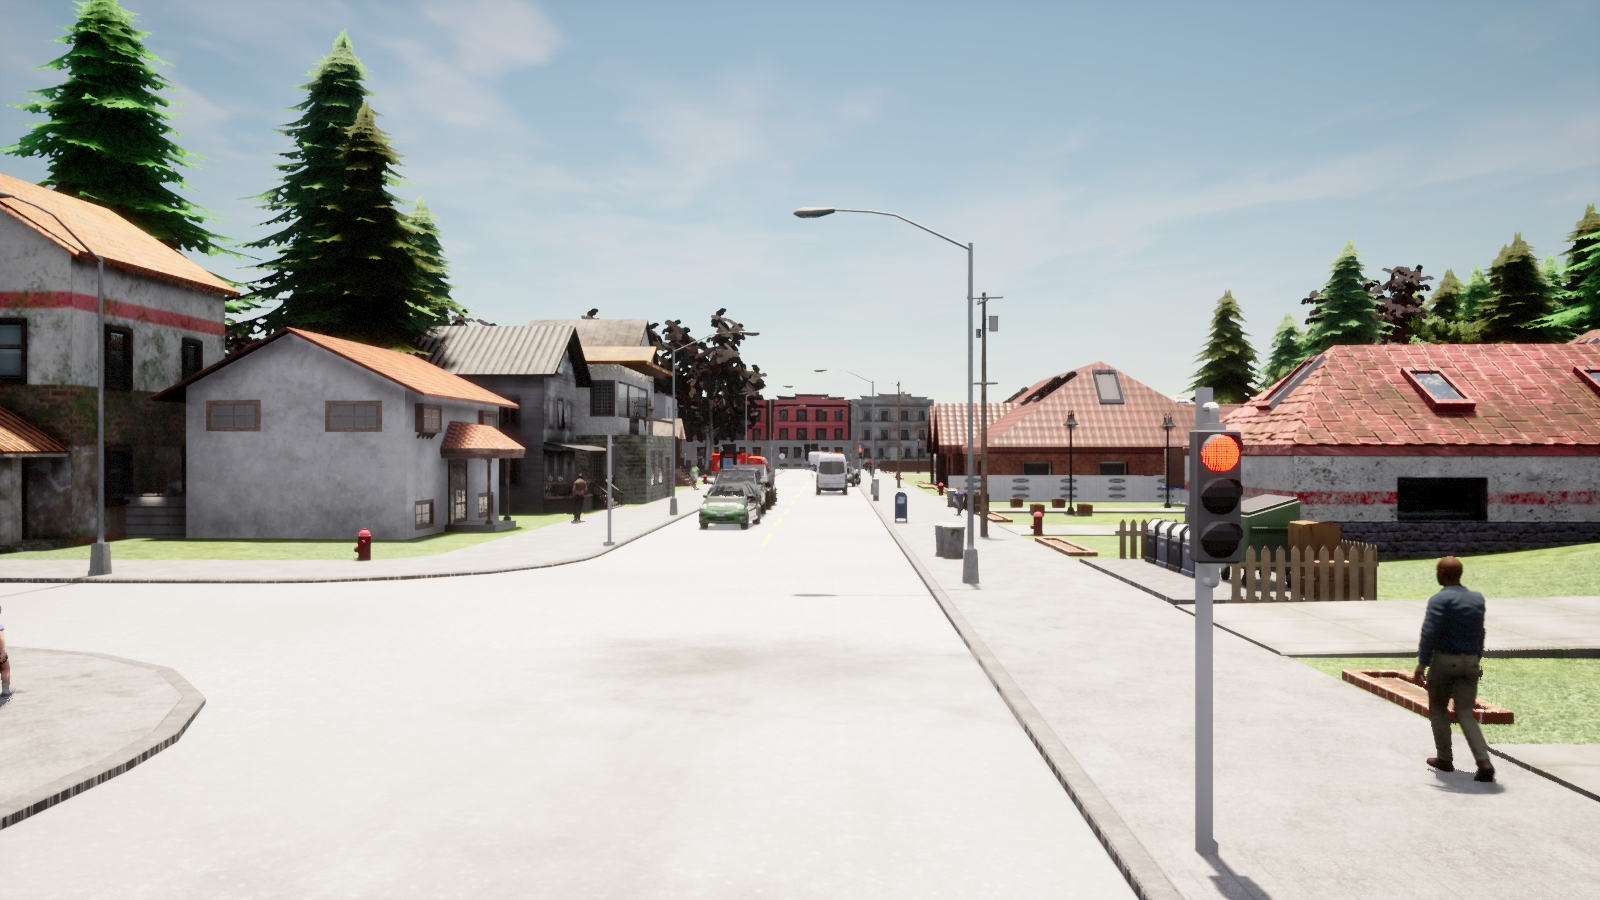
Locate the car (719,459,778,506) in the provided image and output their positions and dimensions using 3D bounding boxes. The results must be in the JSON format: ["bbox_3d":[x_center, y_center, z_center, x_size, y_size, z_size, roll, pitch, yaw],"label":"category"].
[{"bbox_3d":[-2.451,1.534,55.813,2.390,2.098,6.274,0,0,2],"label":"car"}]

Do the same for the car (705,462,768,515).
[{"bbox_3d":[-2.626,1.559,48.404,2.150,2.045,5.566,0,0,2],"label":"car"}]

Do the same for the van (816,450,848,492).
[{"bbox_3d":[2.035,1.315,73.194,1.988,2.561,5.915,0,0,2],"label":"van"}]

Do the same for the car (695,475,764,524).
[{"bbox_3d":[-2.533,1.779,41.798,1.851,1.617,3.988,0,0,7],"label":"car"}]

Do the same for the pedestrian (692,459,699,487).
[{"bbox_3d":[-7.022,1.524,76.580,0.375,1.860,0.375,0,0,8],"label":"pedestrian"}]

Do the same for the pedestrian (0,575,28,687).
[{"bbox_3d":[-8.495,1.896,11.997,0.500,1.100,0.500,0,0,-13],"label":"pedestrian"}]

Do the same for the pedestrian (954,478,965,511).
[{"bbox_3d":[6.479,1.803,46.500,0.375,1.300,0.375,0,0,-5],"label":"pedestrian"}]

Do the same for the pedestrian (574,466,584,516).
[{"bbox_3d":[-8.219,1.525,42.504,0.375,1.860,0.375,0,0,-10],"label":"pedestrian"}]

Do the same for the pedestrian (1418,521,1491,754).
[{"bbox_3d":[5.383,1.524,9.410,0.375,1.860,0.375,0,0,-4],"label":"pedestrian"}]
